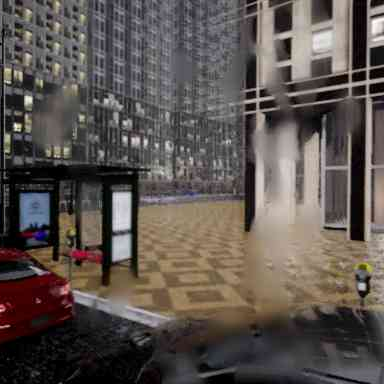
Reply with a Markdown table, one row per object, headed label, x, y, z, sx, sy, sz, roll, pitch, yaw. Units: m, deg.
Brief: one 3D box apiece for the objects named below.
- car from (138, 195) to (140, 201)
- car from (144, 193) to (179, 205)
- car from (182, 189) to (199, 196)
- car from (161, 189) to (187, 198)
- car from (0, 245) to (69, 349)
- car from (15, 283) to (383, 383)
| label | x | y | z | sx | sy | sz | roll | pitch | yaw |
| --- | --- | --- | --- | --- | --- | --- | --- | --- | --- |
| car | -9.632 | 0.836 | 47.480 | 1.882 | 1.535 | 5.008 | 1 | 1 | 35 |
| car | -4.093 | 1.025 | 43.917 | 1.895 | 1.301 | 4.718 | 1 | 1 | 34 |
| car | -0.570 | 0.230 | 60.552 | 1.882 | 1.535 | 5.008 | 1 | 1 | 35 |
| car | -3.236 | 0.257 | 62.411 | 2.033 | 1.411 | 5.357 | 1 | 1 | 35 |
| car | -3.718 | 1.568 | 5.659 | 4.206 | 1.307 | 1.802 | 0 | 1 | 36 |
| car | 0.873 | 1.564 | 2.308 | 4.313 | 1.339 | 1.947 | 0 | 1 | 36 |
